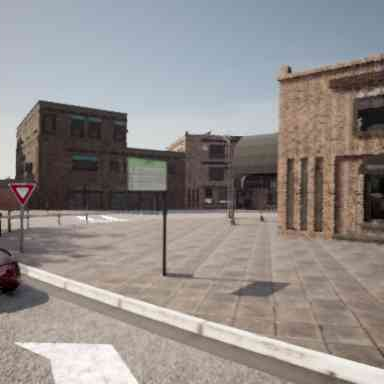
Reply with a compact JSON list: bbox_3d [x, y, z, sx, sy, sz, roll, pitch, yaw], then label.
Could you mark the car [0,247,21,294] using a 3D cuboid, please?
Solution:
[{"bbox_3d":[-5.759,1.576,7.825,4.181,1.385,1.994,0,0,41],"label":"car"}]
